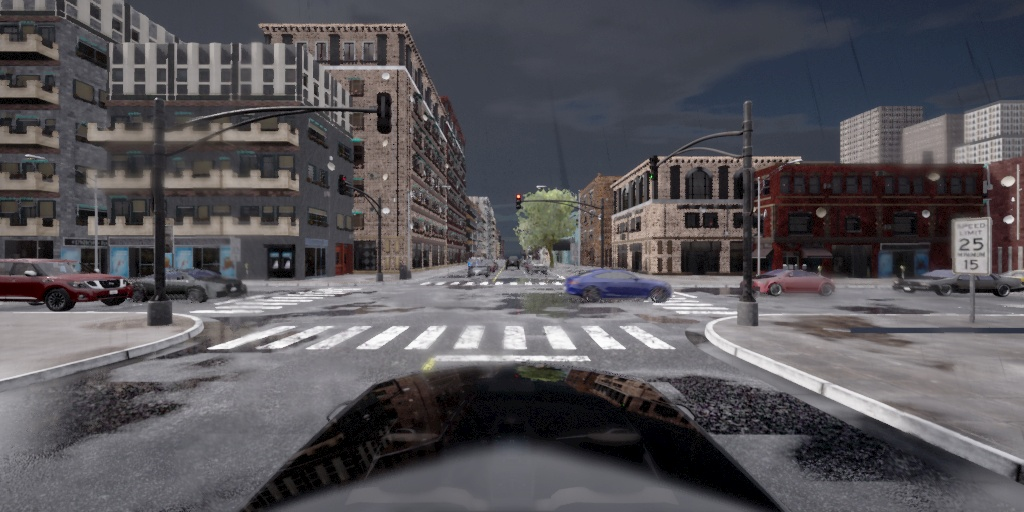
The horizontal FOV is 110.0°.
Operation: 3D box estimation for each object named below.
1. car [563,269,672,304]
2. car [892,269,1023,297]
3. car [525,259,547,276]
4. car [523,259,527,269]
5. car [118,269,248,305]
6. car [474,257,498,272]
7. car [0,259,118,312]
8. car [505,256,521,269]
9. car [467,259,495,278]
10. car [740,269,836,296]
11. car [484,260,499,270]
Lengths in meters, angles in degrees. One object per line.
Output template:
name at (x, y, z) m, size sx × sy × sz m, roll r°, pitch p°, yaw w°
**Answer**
car at (4.657, 1.288, 16.013) m, size 4.674 × 1.442 × 1.812 m, roll 0°, pitch 0°, yaw 0°
car at (24.018, 1.412, 19.354) m, size 5.357 × 1.411 × 2.033 m, roll 0°, pitch 0°, yaw 0°
car at (2.686, 1.330, 36.987) m, size 2.007 × 1.370 × 4.403 m, roll 0°, pitch 0°, yaw 0°
car at (2.686, 1.228, 42.684) m, size 1.967 × 1.591 × 4.097 m, roll 0°, pitch 0°, yaw 0°
car at (-14.064, 1.273, 15.705) m, size 4.181 × 1.385 × 1.994 m, roll 0°, pitch 0°, yaw 4°
car at (-3.103, 1.143, 44.231) m, size 2.097 × 1.767 × 4.553 m, roll 0°, pitch 0°, yaw 0°
car at (-17.278, 1.013, 13.266) m, size 5.009 × 1.841 × 2.192 m, roll 0°, pitch 0°, yaw 0°
car at (0.092, 1.034, 57.287) m, size 2.150 × 2.045 × 5.566 m, roll 0°, pitch 0°, yaw 0°
car at (-3.106, 1.266, 34.337) m, size 2.128 × 1.511 × 4.902 m, roll 0°, pitch 0°, yaw 0°
car at (14.716, 1.387, 19.286) m, size 4.181 × 1.385 × 1.994 m, roll 0°, pitch 0°, yaw 0°
car at (-3.091, 1.372, 54.242) m, size 1.994 × 1.385 × 4.181 m, roll 0°, pitch 0°, yaw 0°
